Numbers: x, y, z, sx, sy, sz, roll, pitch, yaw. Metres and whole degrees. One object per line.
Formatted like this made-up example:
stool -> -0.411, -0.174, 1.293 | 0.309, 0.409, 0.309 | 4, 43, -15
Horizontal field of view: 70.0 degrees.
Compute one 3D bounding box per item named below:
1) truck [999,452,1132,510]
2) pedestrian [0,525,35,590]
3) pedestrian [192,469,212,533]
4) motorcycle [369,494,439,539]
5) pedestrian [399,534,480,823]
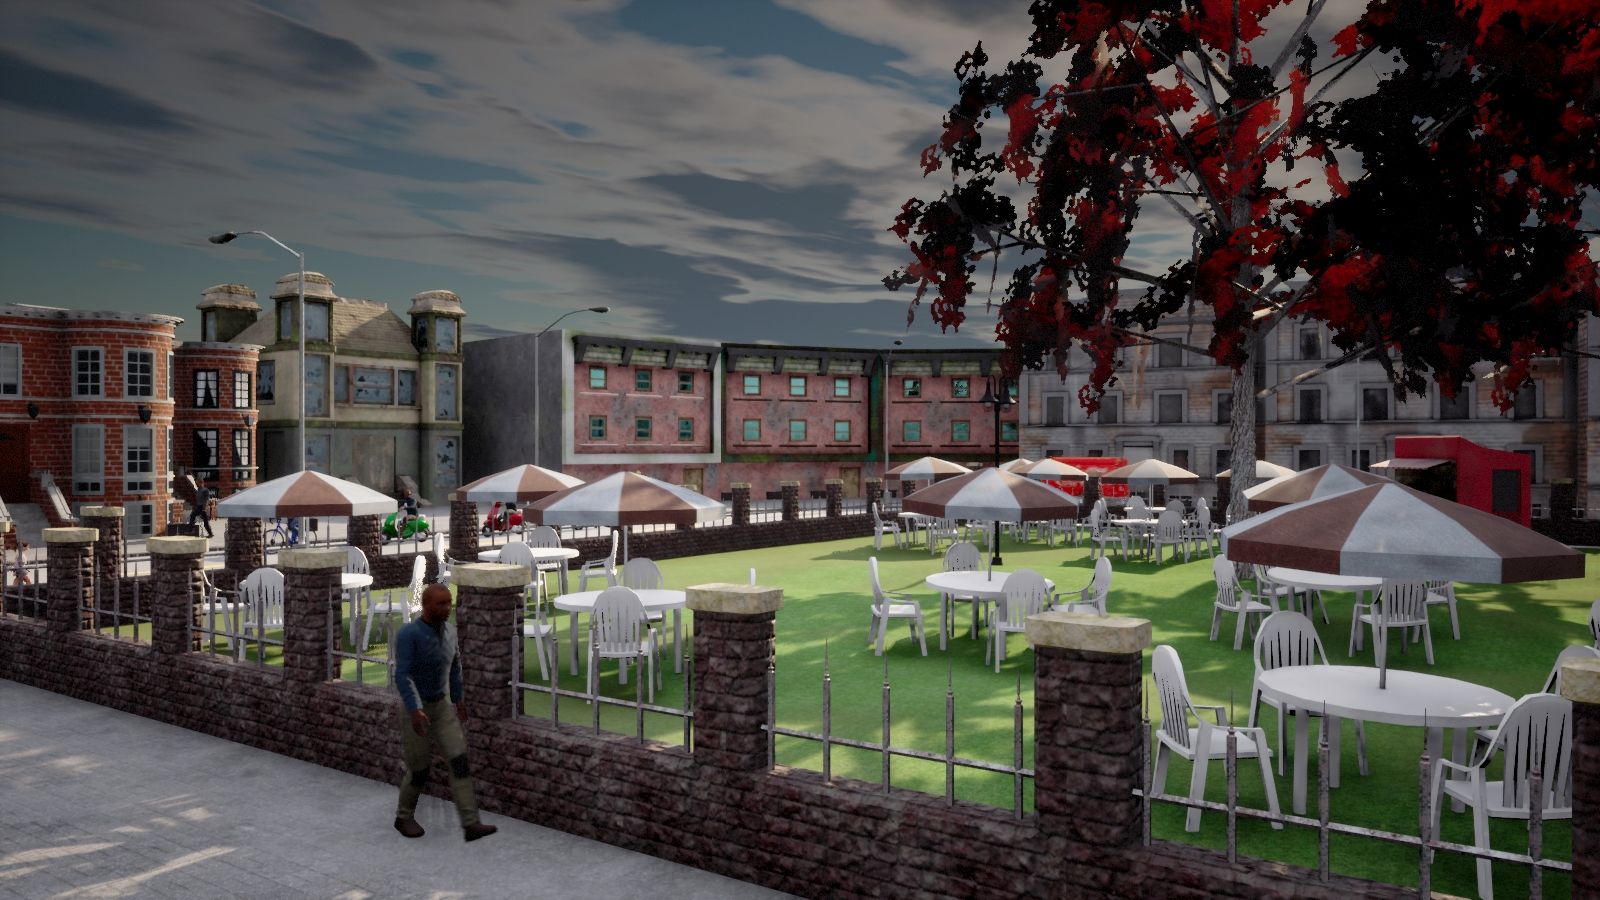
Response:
truck -> 11.829, 1.341, 51.005 | 5.204, 2.467, 2.627 | 0, -1, 32
pedestrian -> -13.997, 1.908, 20.446 | 0.500, 1.100, 0.500 | 0, 0, -33
pedestrian -> -17.811, 1.512, 34.036 | 0.375, 1.860, 0.375 | 0, 0, 34
motorcycle -> -11.759, 1.950, 33.969 | 0.856, 1.236, 1.805 | 0, 0, 35
pedestrian -> -2.453, 1.522, 7.775 | 0.375, 1.860, 0.375 | 0, 0, 34
